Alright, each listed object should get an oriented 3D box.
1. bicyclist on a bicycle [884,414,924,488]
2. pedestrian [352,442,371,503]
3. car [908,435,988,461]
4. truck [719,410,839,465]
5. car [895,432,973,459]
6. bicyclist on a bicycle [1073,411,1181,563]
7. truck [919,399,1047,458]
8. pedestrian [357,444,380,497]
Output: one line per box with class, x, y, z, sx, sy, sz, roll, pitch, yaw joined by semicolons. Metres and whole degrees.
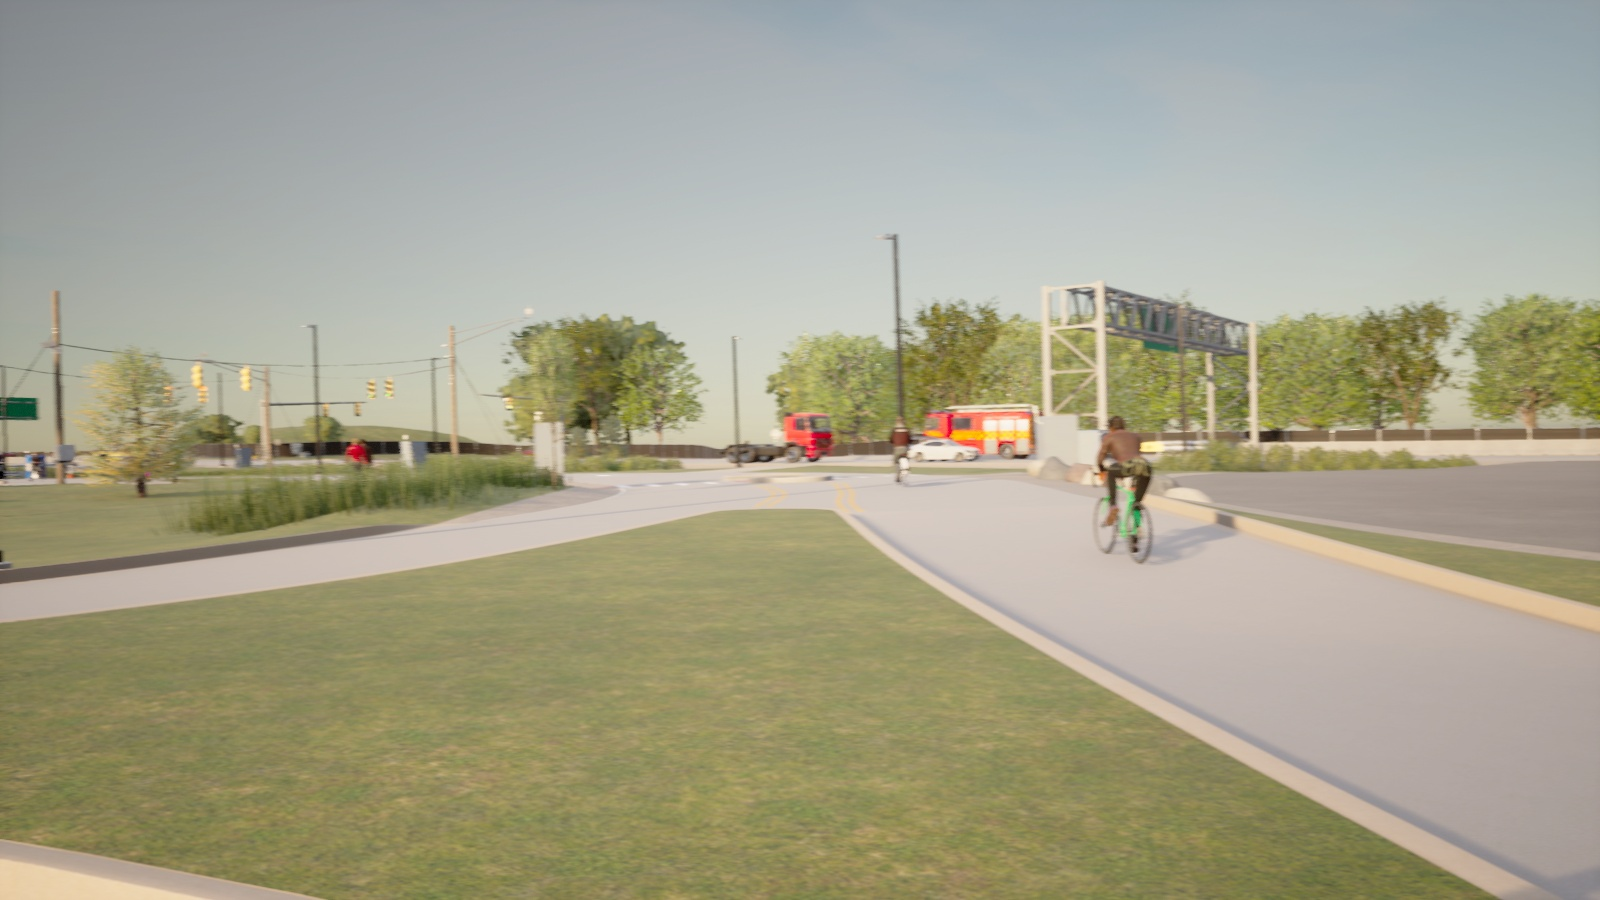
bicyclist on a bicycle;2.610;0.008;31.621;0.659;1.776;1.843;-3;1;-4
pedestrian;-13.582;0.700;38.880;0.331;1.846;0.636;-3;-1;-32
car;9.262;-0.115;78.780;4.674;1.442;1.812;-2;0;34
truck;-1.469;-0.817;86.125;7.936;3.462;2.891;-2;0;34
car;8.888;-0.305;83.278;4.611;1.667;2.242;-2;0;34
bicyclist on a bicycle;3.680;0.373;14.253;0.582;1.620;1.656;-1;2;-8
truck;12.886;-1.466;88.995;8.468;3.827;2.891;-2;0;34
pedestrian;-15.332;0.734;44.620;0.431;1.840;0.703;-2;-1;-44
